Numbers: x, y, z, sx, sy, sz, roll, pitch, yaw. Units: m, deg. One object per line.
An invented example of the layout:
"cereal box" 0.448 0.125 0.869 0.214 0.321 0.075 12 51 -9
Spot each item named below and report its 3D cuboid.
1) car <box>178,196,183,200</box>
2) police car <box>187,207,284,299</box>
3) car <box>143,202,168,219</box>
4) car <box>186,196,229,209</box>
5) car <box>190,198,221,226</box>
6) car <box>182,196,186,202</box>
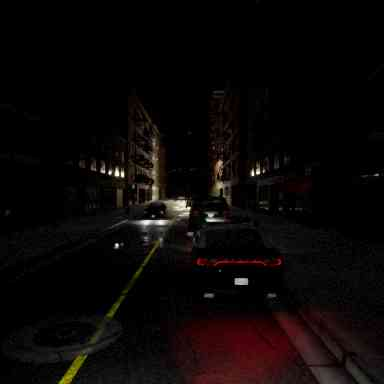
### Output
"car" -2.980 1.689 92.938 1.895 1.301 4.718 0 0 0
"police car" 0.901 1.427 8.644 1.930 1.638 5.238 0 0 0
"car" -3.097 1.560 29.211 2.033 1.411 5.357 0 0 0
"car" 0.904 1.231 18.565 2.150 2.045 5.566 0 0 0
"car" 0.904 1.361 24.504 2.097 1.767 4.553 0 0 0
"car" 0.032 1.576 46.861 2.033 1.411 5.357 0 0 1
